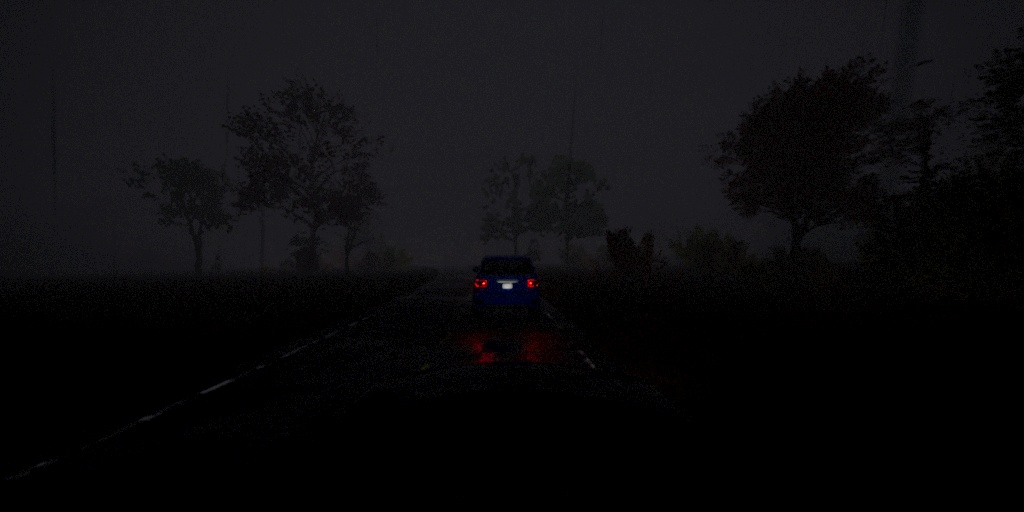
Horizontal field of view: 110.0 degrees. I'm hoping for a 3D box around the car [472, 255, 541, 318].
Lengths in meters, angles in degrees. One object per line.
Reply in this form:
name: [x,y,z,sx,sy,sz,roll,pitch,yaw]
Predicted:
car: [-0.269,0.988,13.258,2.150,2.045,5.566,0,0,-3]
